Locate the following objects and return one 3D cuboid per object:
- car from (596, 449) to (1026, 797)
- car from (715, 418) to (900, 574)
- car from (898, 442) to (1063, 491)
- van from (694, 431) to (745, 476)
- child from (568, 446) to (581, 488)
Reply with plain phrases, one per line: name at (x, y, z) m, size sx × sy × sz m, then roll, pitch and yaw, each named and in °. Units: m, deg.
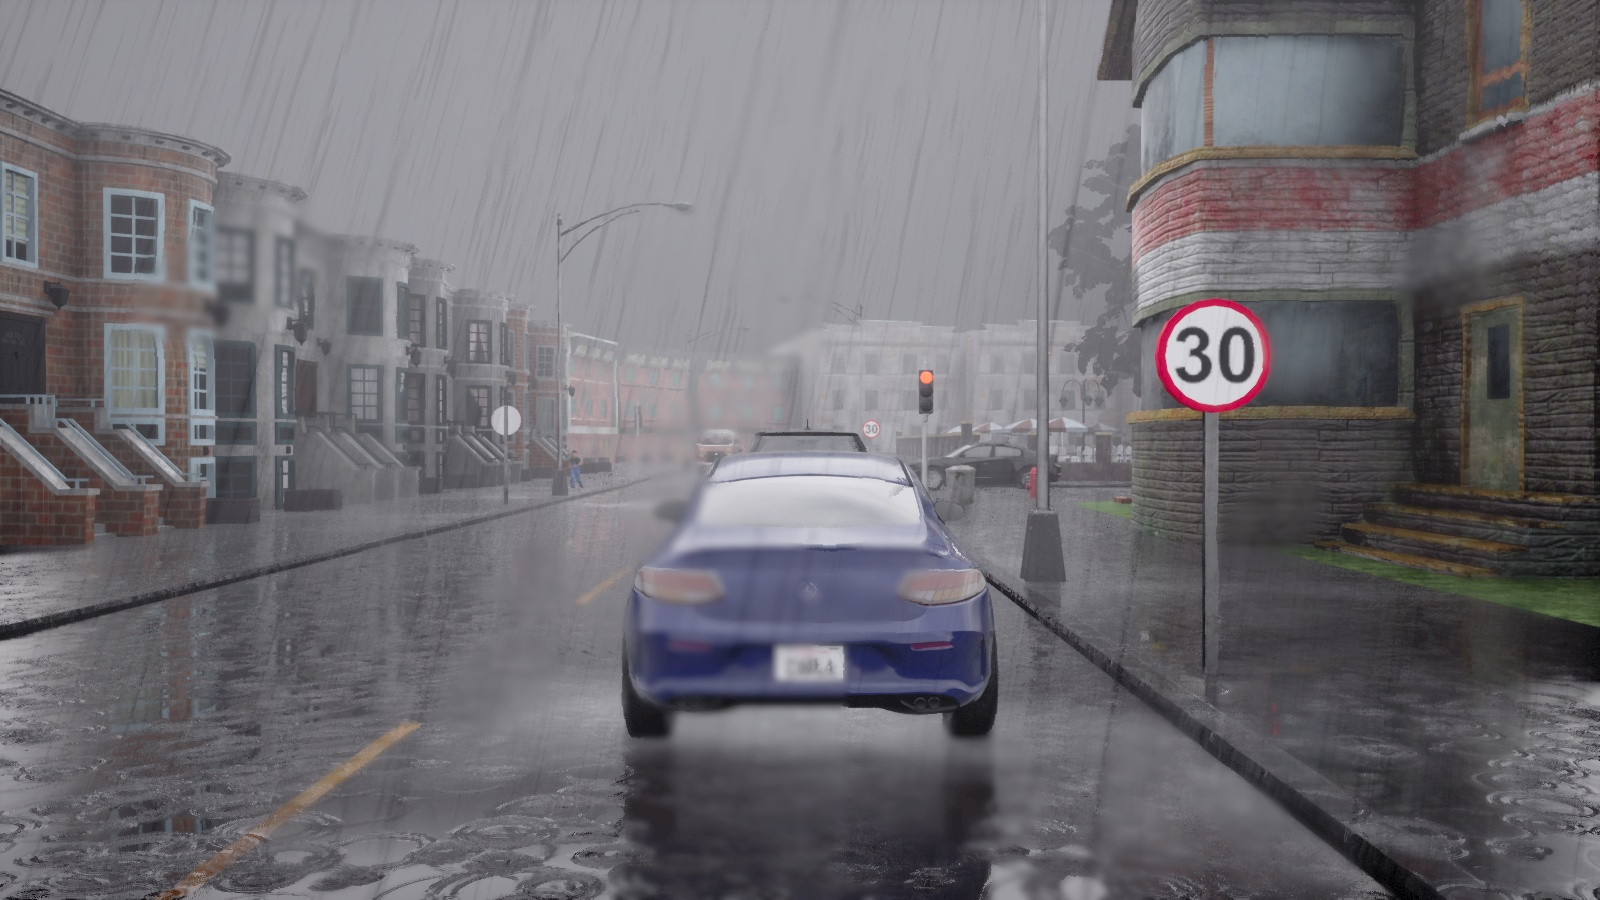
car at (0.058, 0.729, 7.638) m, size 1.812 × 1.442 × 4.674 m, roll 0°, pitch 0°, yaw 0°
car at (0.102, 0.512, 16.547) m, size 2.097 × 1.767 × 4.553 m, roll 0°, pitch 0°, yaw 0°
car at (5.678, 0.503, 39.931) m, size 5.008 × 1.535 × 1.882 m, roll 0°, pitch 0°, yaw 1°
van at (-3.687, 0.138, 58.264) m, size 2.069 × 2.038 × 4.480 m, roll 0°, pitch 0°, yaw 0°
child at (-6.910, 0.513, 38.534) m, size 0.270 × 1.263 × 0.437 m, roll 0°, pitch 0°, yaw 6°
